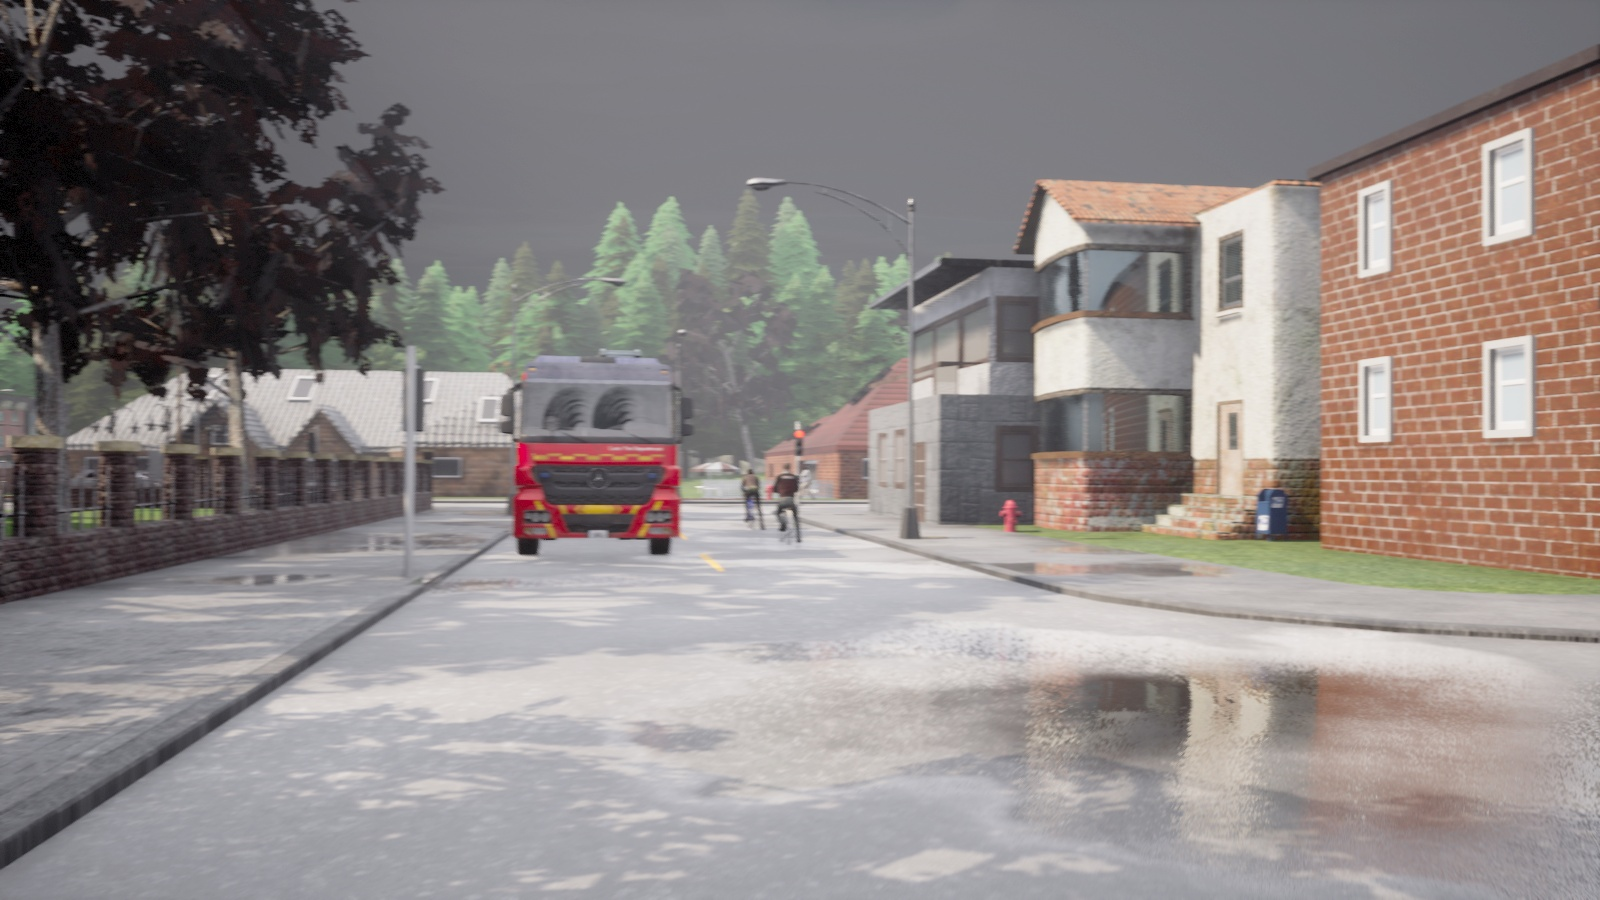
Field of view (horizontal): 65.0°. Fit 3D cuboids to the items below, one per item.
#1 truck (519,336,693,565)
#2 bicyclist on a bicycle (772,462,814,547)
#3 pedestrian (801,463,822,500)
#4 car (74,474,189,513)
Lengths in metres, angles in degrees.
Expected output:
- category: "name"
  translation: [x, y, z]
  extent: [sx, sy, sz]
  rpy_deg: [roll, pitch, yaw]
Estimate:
- category: "truck"
  translation: [-4.051, 0.086, 25.376]
  extent: [2.891, 3.827, 8.468]
  rpy_deg: [0, -1, -11]
- category: "bicyclist on a bicycle"
  translation: [-0.162, 1.140, 26.969]
  extent: [0.659, 1.776, 1.843]
  rpy_deg: [0, -1, -8]
- category: "pedestrian"
  translation: [0.586, 1.582, 62.817]
  extent: [0.900, 1.855, 0.874]
  rpy_deg: [0, -1, -10]
- category: "car"
  translation: [-26.491, 1.718, 49.865]
  extent: [3.633, 1.501, 1.845]
  rpy_deg: [0, -1, -10]
